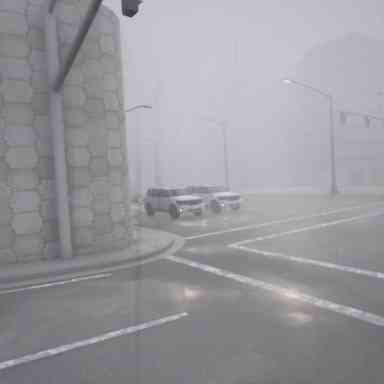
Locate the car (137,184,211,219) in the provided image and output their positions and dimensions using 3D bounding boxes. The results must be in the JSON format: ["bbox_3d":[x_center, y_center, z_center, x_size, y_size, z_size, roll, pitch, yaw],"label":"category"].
[{"bbox_3d":[-1.429,0.649,23.644,2.150,2.045,5.566,-5,3,-35],"label":"car"}]

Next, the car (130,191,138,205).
[{"bbox_3d":[-6.959,0.673,37.530,2.128,1.511,4.902,-5,3,-36],"label":"car"}]

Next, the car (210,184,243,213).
[{"bbox_3d":[1.416,0.410,25.669,2.150,2.045,5.566,-5,3,-35],"label":"car"}]
